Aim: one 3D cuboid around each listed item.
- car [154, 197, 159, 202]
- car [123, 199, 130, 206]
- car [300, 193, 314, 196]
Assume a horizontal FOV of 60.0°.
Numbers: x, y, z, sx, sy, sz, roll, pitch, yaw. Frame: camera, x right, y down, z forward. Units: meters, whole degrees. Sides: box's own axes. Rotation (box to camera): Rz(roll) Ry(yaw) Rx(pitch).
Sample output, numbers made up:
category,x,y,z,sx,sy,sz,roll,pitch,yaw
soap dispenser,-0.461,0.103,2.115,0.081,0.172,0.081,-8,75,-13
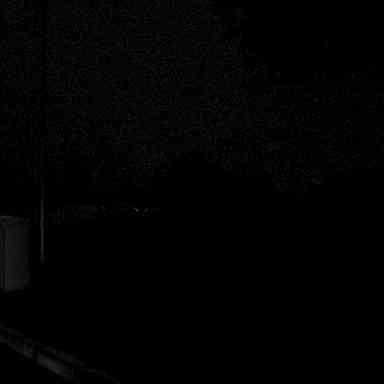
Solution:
category,x,y,z,sx,sy,sz,roll,pitch,yaw
car,-5.749,1.385,46.990,1.812,1.442,4.674,0,0,33
car,-8.150,1.334,49.726,2.128,1.511,4.902,0,0,33
car,29.540,1.250,87.170,2.097,1.767,4.553,0,0,36
